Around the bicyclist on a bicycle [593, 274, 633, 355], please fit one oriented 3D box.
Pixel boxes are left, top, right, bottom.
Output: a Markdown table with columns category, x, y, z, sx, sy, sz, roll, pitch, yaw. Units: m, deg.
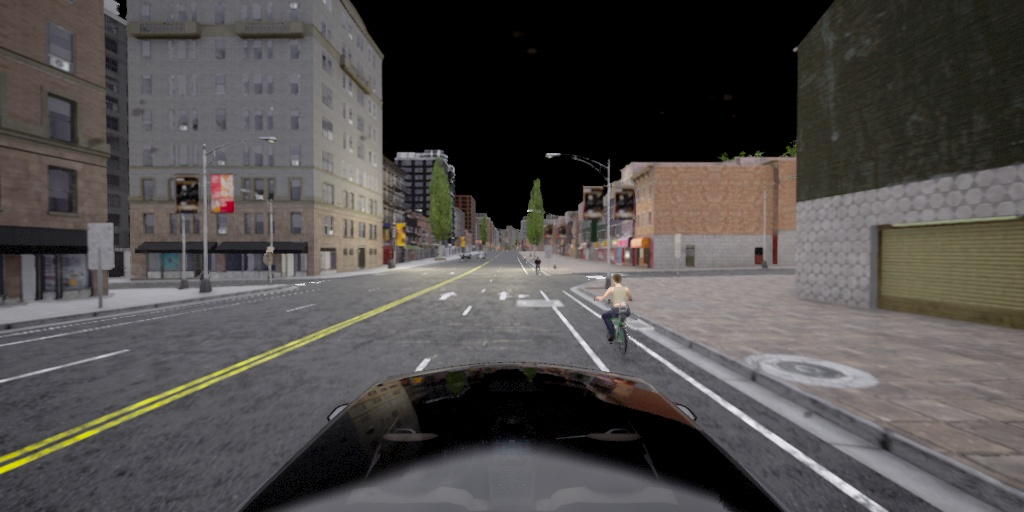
| category | x | y | z | sx | sy | sz | roll | pitch | yaw |
| --- | --- | --- | --- | --- | --- | --- | --- | --- | --- |
| bicyclist on a bicycle | 2.231 | 1.182 | 7.708 | 0.866 | 1.612 | 1.509 | 0 | 0 | 0 |

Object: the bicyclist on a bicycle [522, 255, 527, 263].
| category | x | y | z | sx | sy | sz | roll | pitch | yaw |
| --- | --- | --- | --- | --- | --- | --- | --- | --- | --- |
| bicyclist on a bicycle | 2.278 | 0.635 | 63.197 | 0.866 | 1.612 | 1.509 | 0 | 1 | 0 |

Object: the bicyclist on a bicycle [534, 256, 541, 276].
| category | x | y | z | sx | sy | sz | roll | pitch | yaw |
| --- | --- | --- | --- | --- | --- | --- | --- | --- | --- |
| bicyclist on a bicycle | 2.257 | 0.899 | 31.707 | 0.659 | 1.776 | 1.843 | 0 | -2 | 0 |
